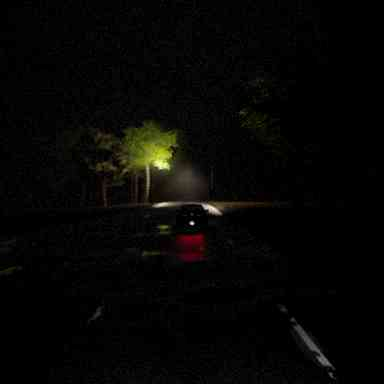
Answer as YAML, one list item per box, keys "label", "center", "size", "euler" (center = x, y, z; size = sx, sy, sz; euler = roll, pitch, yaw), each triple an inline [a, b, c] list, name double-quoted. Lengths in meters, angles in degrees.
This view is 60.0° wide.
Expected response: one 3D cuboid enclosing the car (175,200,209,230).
- label: "car"
  center: [-0.002, 1.518, 21.238]
  size: [1.837, 1.490, 4.892]
  euler: [0, 0, 0]
